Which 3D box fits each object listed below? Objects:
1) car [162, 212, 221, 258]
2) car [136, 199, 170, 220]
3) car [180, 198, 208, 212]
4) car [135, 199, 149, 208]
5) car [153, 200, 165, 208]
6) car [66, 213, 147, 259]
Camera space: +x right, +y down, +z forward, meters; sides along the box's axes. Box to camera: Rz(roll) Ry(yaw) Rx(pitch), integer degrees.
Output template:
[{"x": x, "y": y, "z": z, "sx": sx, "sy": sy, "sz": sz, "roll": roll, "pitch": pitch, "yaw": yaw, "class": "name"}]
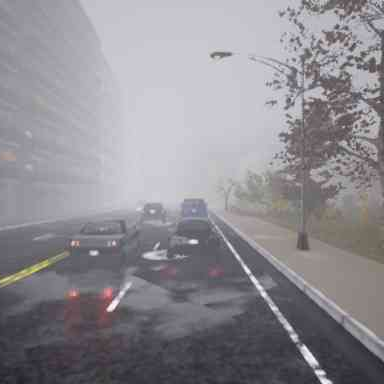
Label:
[{"x": 0.076, "y": 1.704, "z": 13.452, "sx": 1.994, "sy": 1.385, "sz": 4.181, "roll": 0, "pitch": -1, "yaw": 1, "class": "car"}, {"x": -3.082, "y": 1.644, "z": 28.308, "sx": 2.097, "sy": 1.767, "sz": 4.553, "roll": 0, "pitch": -1, "yaw": 1, "class": "car"}, {"x": 0.153, "y": 1.509, "z": 27.438, "sx": 2.150, "sy": 2.045, "sz": 5.566, "roll": 0, "pitch": 0, "yaw": 1, "class": "car"}, {"x": -9.695, "y": 2.180, "z": 64.796, "sx": 2.128, "sy": 1.511, "sz": 4.902, "roll": 0, "pitch": -1, "yaw": -1, "class": "car"}, {"x": -6.441, "y": 2.279, "z": 64.519, "sx": 1.895, "sy": 1.301, "sz": 4.718, "roll": 0, "pitch": -1, "yaw": -1, "class": "car"}, {"x": -3.182, "y": 1.737, "z": 13.134, "sx": 1.895, "sy": 1.301, "sz": 4.718, "roll": 0, "pitch": -1, "yaw": 1, "class": "car"}]
